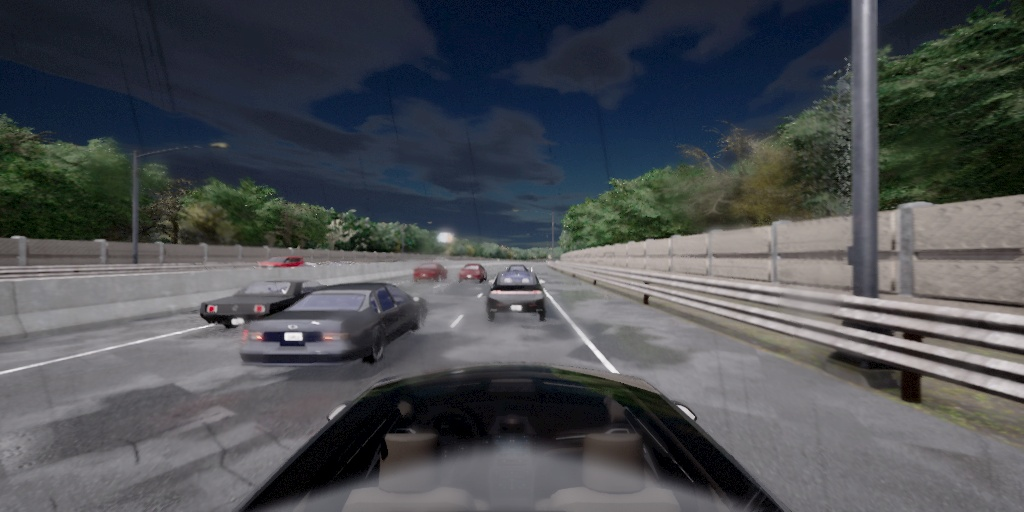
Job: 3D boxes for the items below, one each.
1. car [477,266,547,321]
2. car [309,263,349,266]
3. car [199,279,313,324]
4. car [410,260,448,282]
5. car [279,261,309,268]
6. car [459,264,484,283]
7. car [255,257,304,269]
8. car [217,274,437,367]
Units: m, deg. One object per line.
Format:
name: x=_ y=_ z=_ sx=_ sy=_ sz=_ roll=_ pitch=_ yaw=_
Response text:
car: x=0.166 y=1.261 z=12.551 sx=2.128 sy=1.511 sz=4.902 roll=0 pitch=0 yaw=1
car: x=-17.084 y=1.389 z=35.149 sx=2.033 sy=1.411 sz=5.357 roll=0 pitch=0 yaw=2
car: x=-6.851 y=1.365 z=11.223 sx=1.895 sy=1.301 sz=4.718 roll=0 pitch=0 yaw=1
car: x=-6.539 y=1.297 z=29.392 sx=1.882 sy=1.535 sz=5.008 roll=0 pitch=0 yaw=1
car: x=-20.557 y=1.443 z=35.895 sx=1.895 sy=1.301 sz=4.718 roll=0 pitch=0 yaw=2
car: x=-3.065 y=1.344 z=28.699 sx=1.812 sy=1.442 sz=4.674 roll=0 pitch=0 yaw=1
car: x=-24.006 y=1.071 z=37.508 sx=2.150 sy=2.045 sz=5.566 roll=0 pitch=0 yaw=2
car: x=-3.381 y=1.308 z=8.097 sx=2.033 sy=1.411 sz=5.357 roll=0 pitch=0 yaw=1
